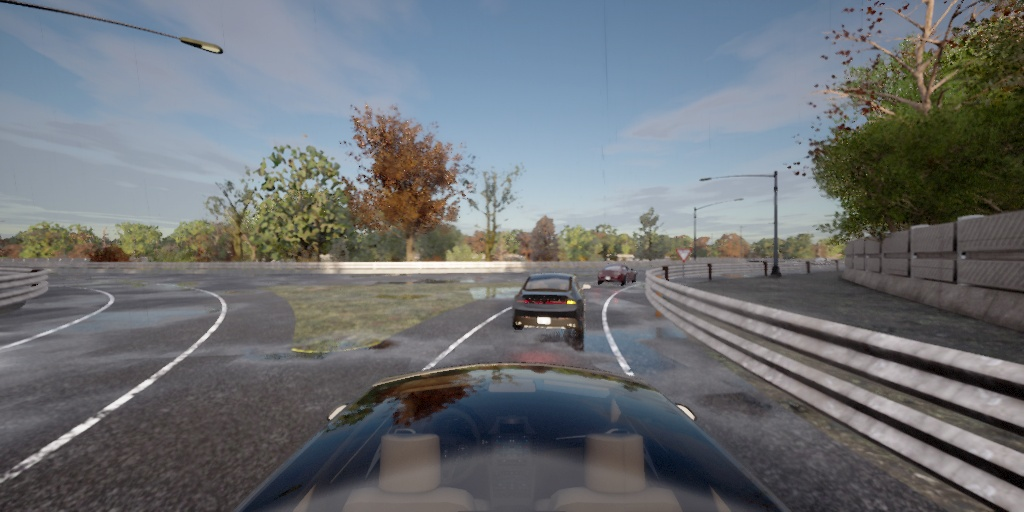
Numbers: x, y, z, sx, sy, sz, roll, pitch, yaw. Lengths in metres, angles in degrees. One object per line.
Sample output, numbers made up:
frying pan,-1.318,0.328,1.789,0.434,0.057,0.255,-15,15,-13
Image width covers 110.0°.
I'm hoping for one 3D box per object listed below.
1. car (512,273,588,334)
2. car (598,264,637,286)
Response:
car,1.250,1.255,10.740,1.837,1.490,4.892,0,0,12
car,7.518,1.275,25.556,1.812,1.442,4.674,0,0,32
